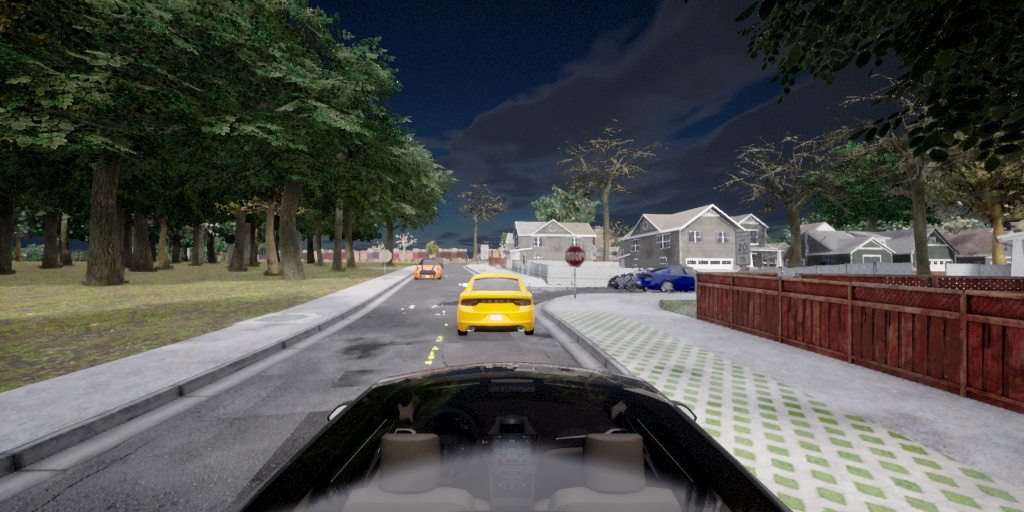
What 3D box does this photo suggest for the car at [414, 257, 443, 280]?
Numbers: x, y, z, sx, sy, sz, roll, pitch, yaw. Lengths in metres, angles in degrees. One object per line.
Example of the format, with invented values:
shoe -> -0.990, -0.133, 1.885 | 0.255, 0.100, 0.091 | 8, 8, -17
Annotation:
car -> -6.933, 1.000, 29.862 | 2.097, 1.767, 4.553 | 0, 0, -11

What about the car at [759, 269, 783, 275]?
car -> 16.957, 1.617, 24.154 | 4.674, 1.442, 1.812 | 1, -3, -10

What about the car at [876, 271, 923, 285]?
car -> 27.197, 1.762, 26.015 | 4.892, 1.490, 1.837 | 1, -3, -10

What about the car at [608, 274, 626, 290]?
car -> 8.226, 1.516, 22.574 | 4.181, 1.385, 1.994 | 1, -3, -8

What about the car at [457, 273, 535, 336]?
car -> -0.464, 1.226, 10.491 | 1.882, 1.535, 5.008 | 0, 0, -3

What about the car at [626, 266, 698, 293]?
car -> 9.177, 1.303, 19.607 | 5.008, 1.535, 1.882 | 1, -3, -12

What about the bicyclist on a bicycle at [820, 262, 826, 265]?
bicyclist on a bicycle -> 15.825, 1.106, 18.012 | 0.582, 1.620, 1.656 | 1, -3, -10

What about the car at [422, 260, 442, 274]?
car -> -8.852, 1.163, 39.983 | 1.994, 1.385, 4.181 | 0, 0, -11
